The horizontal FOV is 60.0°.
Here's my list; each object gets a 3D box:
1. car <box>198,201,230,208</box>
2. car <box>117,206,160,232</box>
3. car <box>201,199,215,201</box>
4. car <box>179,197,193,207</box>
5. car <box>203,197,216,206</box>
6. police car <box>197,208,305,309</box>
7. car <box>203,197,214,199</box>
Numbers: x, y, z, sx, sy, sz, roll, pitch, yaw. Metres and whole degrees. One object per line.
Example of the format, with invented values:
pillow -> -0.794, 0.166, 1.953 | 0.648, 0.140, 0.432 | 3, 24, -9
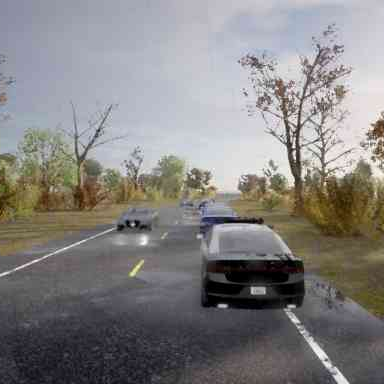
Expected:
car -> 1.408, 1.485, 17.923 | 1.882, 1.535, 5.008 | 0, 0, 2
car -> -3.141, 1.573, 20.018 | 1.994, 1.385, 4.181 | 0, 0, 2
car -> 1.644, 1.491, 23.892 | 1.882, 1.535, 5.008 | 0, 0, 3
car -> -0.895, 1.598, 53.184 | 2.128, 1.511, 4.902 | 0, 0, 5
car -> 3.202, 1.633, 60.356 | 2.128, 1.511, 4.902 | 0, 0, 6
police car -> 1.144, 1.427, 8.081 | 1.930, 1.638, 5.238 | 0, 0, 1
car -> 2.041, 1.602, 46.574 | 1.812, 1.442, 4.674 | 0, 0, 6
